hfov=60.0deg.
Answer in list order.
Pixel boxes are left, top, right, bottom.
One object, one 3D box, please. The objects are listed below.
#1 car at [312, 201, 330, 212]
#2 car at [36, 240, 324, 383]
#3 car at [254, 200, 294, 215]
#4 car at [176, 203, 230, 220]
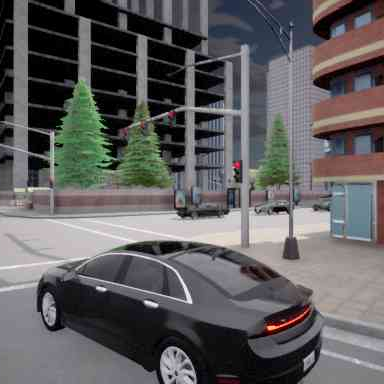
[{"bbox_3d":[16.663,1.407,40.295,4.553,1.767,2.097,0,0,-35],"label":"car"},{"bbox_3d":[-0.602,1.505,5.065,4.892,1.490,1.837,0,0,41],"label":"car"},{"bbox_3d":[8.566,1.547,34.543,4.902,1.511,2.128,0,0,-35],"label":"car"},{"bbox_3d":[0.973,1.656,29.125,4.718,1.301,1.895,0,0,-36],"label":"car"}]
